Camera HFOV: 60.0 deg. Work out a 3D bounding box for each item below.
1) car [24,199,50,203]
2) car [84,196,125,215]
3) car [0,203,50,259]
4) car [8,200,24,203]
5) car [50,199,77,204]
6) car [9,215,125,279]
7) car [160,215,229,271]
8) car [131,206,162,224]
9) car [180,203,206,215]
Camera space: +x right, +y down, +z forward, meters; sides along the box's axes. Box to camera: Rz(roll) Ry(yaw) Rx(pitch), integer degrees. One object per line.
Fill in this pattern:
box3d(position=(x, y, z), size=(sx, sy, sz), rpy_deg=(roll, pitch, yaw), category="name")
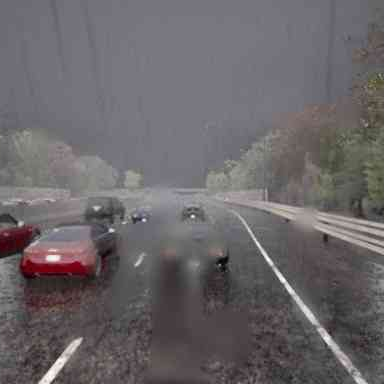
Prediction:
box3d(position=(-21.080, 1.782, 46.559), size=(1.837, 1.490, 4.892), rpy_deg=(0, -1, 0), category="car")
box3d(position=(-6.917, 1.371, 26.817), size=(2.150, 2.045, 5.566), rpy_deg=(0, 0, 0), category="car")
box3d(position=(-6.922, 1.413, 11.186), size=(2.097, 1.767, 4.553), rpy_deg=(0, 0, 0), category="car")
box3d(position=(-24.579, 1.839, 46.420), size=(1.994, 1.385, 4.181), rpy_deg=(0, 0, 0), category="car")
box3d(position=(-17.582, 1.771, 46.892), size=(2.128, 1.511, 4.902), rpy_deg=(0, -1, 0), category="car")
box3d(position=(-3.425, 1.619, 10.235), size=(1.994, 1.385, 4.181), rpy_deg=(0, -1, 0), category="car")
box3d(position=(0.081, 1.662, 11.130), size=(1.895, 1.301, 4.718), rpy_deg=(0, 0, 0), category="car")
box3d(position=(-3.423, 1.748, 26.130), size=(1.895, 1.301, 4.718), rpy_deg=(0, 0, 0), category="car")
box3d(position=(0.082, 1.663, 28.044), size=(1.837, 1.490, 4.892), rpy_deg=(0, 0, 0), category="car")
